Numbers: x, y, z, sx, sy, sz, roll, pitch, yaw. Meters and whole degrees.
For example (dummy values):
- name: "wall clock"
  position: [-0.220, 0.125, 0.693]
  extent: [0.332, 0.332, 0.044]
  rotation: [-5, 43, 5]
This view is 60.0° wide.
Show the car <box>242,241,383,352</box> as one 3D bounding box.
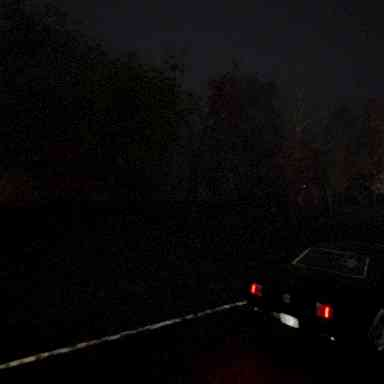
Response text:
- name: "car"
  position: [3.246, 1.603, 6.181]
  extent: [4.718, 1.301, 1.895]
  rotation: [0, 0, -36]
